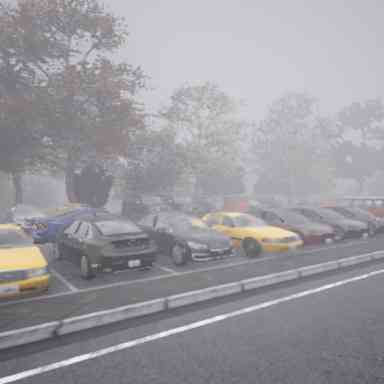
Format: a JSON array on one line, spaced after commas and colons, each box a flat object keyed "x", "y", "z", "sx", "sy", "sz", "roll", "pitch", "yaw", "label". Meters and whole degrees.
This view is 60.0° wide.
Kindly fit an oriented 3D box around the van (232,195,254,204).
[{"x": 3.172, "y": 1.235, "z": 30.631, "sx": 1.878, "sy": 1.987, "sz": 4.442, "roll": 0, "pitch": 0, "yaw": -35, "label": "van"}]

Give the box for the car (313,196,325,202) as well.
[{"x": 12.147, "y": 1.490, "z": 36.901, "sx": 2.163, "sy": 1.488, "sz": 4.792, "roll": 0, "pitch": 0, "yaw": -35, "label": "car"}]

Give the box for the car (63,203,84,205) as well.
[{"x": -8.048, "y": 1.486, "z": 22.509, "sx": 2.097, "sy": 1.535, "sz": 5.008, "roll": 0, "pitch": 0, "yaw": -35, "label": "car"}]

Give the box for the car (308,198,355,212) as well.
[{"x": 16.798, "y": 1.520, "z": 40.135, "sx": 2.163, "sy": 1.488, "sz": 4.792, "roll": 0, "pitch": 0, "yaw": -35, "label": "car"}]

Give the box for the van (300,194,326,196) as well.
[{"x": 14.356, "y": 1.248, "z": 38.578, "sx": 1.878, "sy": 1.987, "sz": 4.442, "roll": 0, "pitch": 0, "yaw": -35, "label": "van"}]

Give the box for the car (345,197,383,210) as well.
[{"x": 23.662, "y": 1.544, "z": 44.820, "sx": 1.946, "sy": 1.575, "sz": 5.366, "roll": 0, "pitch": 0, "yaw": -35, "label": "car"}]

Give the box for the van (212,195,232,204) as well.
[{"x": 1.049, "y": 1.240, "z": 28.836, "sx": 1.878, "sy": 1.987, "sz": 4.442, "roll": 0, "pitch": 0, "yaw": -35, "label": "van"}]

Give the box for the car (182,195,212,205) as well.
[{"x": -1.260, "y": 1.220, "z": 27.304, "sx": 2.435, "sy": 2.045, "sz": 5.566, "roll": 0, "pitch": 0, "yaw": -35, "label": "car"}]

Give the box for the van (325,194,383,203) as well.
[{"x": 10.689, "y": 1.236, "z": 19.927, "sx": 1.878, "sy": 1.987, "sz": 4.442, "roll": 0, "pitch": 0, "yaw": -35, "label": "van"}]

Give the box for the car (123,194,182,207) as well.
[{"x": -3.518, "y": 1.225, "z": 25.700, "sx": 2.435, "sy": 2.045, "sz": 5.566, "roll": 0, "pitch": 0, "yaw": -35, "label": "car"}]

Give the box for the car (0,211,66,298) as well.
[{"x": -4.977, "y": 1.496, "z": 8.425, "sx": 1.946, "sy": 1.575, "sz": 5.366, "roll": 0, "pitch": 0, "yaw": -35, "label": "car"}]

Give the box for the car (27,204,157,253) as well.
[{"x": -4.228, "y": 1.488, "z": 14.624, "sx": 5.008, "sy": 1.535, "sz": 1.882, "roll": 0, "pitch": 0, "yaw": -36, "label": "car"}]

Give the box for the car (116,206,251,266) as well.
[{"x": -0.562, "y": 1.489, "z": 11.797, "sx": 2.231, "sy": 1.521, "sz": 4.892, "roll": 0, "pitch": 0, "yaw": -35, "label": "car"}]

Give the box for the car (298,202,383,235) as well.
[{"x": 8.511, "y": 1.497, "z": 18.200, "sx": 2.163, "sy": 1.488, "sz": 4.792, "roll": 0, "pitch": 0, "yaw": -35, "label": "car"}]

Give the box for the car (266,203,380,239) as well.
[{"x": 6.248, "y": 1.502, "z": 16.592, "sx": 2.163, "sy": 1.488, "sz": 4.792, "roll": 0, "pitch": 0, "yaw": -35, "label": "car"}]

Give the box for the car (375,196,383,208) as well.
[{"x": 30.210, "y": 1.477, "z": 49.739, "sx": 2.185, "sy": 1.767, "sz": 4.553, "roll": 0, "pitch": 0, "yaw": -35, "label": "car"}]

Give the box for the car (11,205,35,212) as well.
[{"x": -10.413, "y": 1.532, "z": 20.839, "sx": 2.002, "sy": 1.452, "sz": 4.674, "roll": 0, "pitch": 0, "yaw": -35, "label": "car"}]

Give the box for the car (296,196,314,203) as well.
[{"x": 9.995, "y": 1.483, "z": 35.372, "sx": 2.163, "sy": 1.488, "sz": 4.792, "roll": 0, "pitch": 0, "yaw": -35, "label": "car"}]

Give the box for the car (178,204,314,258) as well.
[{"x": 1.812, "y": 1.480, "z": 13.249, "sx": 1.946, "sy": 1.575, "sz": 5.366, "roll": 0, "pitch": 0, "yaw": -35, "label": "car"}]

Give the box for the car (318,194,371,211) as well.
[{"x": 19.024, "y": 1.258, "z": 41.787, "sx": 2.435, "sy": 2.045, "sz": 5.566, "roll": 0, "pitch": 0, "yaw": -35, "label": "car"}]

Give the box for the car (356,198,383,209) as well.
[{"x": 25.814, "y": 1.606, "z": 46.574, "sx": 2.002, "sy": 1.452, "sz": 4.674, "roll": 0, "pitch": 0, "yaw": -35, "label": "car"}]

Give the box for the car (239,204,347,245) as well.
[{"x": 3.985, "y": 1.507, "z": 14.984, "sx": 2.163, "sy": 1.488, "sz": 4.792, "roll": 0, "pitch": 0, "yaw": -35, "label": "car"}]

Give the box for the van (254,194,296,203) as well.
[{"x": 7.831, "y": 1.227, "z": 33.666, "sx": 1.878, "sy": 1.987, "sz": 4.442, "roll": 0, "pitch": 0, "yaw": -36, "label": "van"}]

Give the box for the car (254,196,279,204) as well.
[{"x": 5.495, "y": 1.455, "z": 32.145, "sx": 2.097, "sy": 1.535, "sz": 5.008, "roll": 0, "pitch": 0, "yaw": -35, "label": "car"}]
